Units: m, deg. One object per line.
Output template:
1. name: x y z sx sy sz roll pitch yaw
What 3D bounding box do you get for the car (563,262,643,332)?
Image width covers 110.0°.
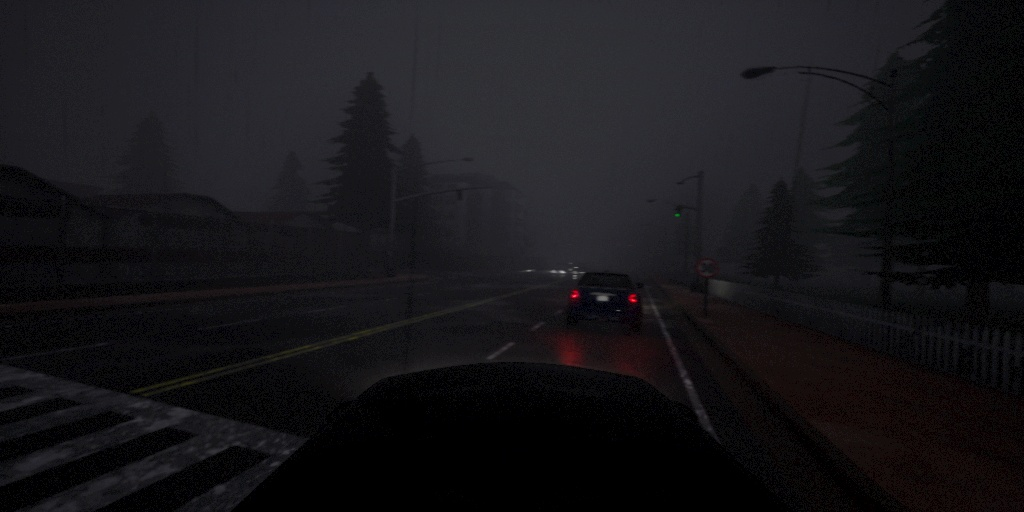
1. car: 3.233 1.242 12.007 2.097 1.767 4.553 2 0 19

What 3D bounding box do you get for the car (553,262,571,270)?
1. car: 8.031 1.740 59.057 1.895 1.301 4.718 2 0 19

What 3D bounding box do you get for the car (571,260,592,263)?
1. car: 11.305 1.773 57.822 1.837 1.490 4.892 2 0 19
